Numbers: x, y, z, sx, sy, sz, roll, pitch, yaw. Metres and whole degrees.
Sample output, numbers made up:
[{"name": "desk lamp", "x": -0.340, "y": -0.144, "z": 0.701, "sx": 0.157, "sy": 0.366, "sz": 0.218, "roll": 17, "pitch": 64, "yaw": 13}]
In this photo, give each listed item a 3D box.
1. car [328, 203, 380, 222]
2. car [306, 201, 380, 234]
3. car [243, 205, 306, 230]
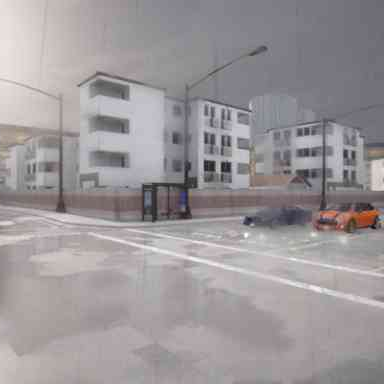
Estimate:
[{"name": "car", "x": 13.249, "y": 1.633, "z": 27.108, "sx": 4.718, "sy": 1.301, "sz": 1.895, "roll": 0, "pitch": 0, "yaw": -37}, {"name": "car", "x": 9.058, "y": 1.367, "z": 19.449, "sx": 4.553, "sy": 1.767, "sz": 2.097, "roll": 0, "pitch": 0, "yaw": -38}, {"name": "car", "x": 5.658, "y": 1.553, "z": 21.249, "sx": 5.357, "sy": 1.411, "sz": 2.033, "roll": 0, "pitch": 0, "yaw": -38}]
